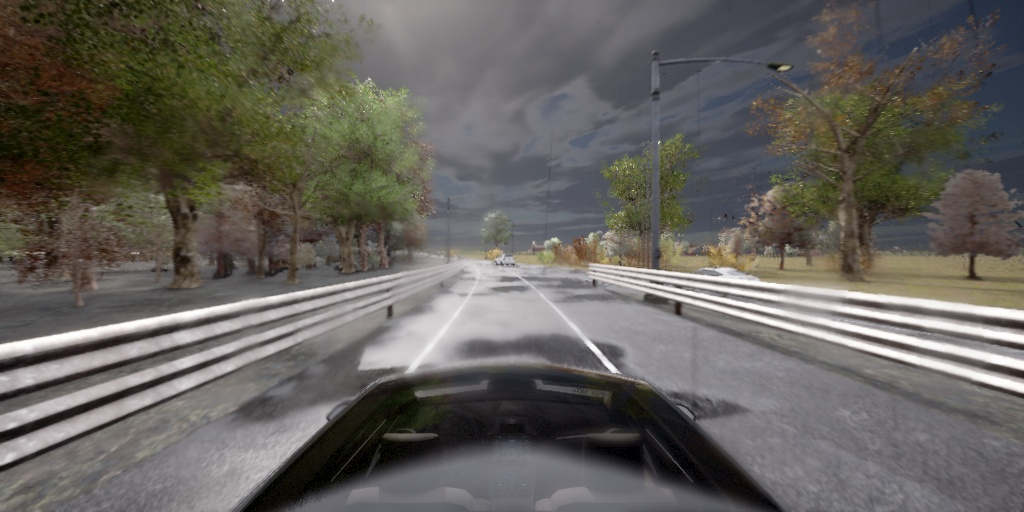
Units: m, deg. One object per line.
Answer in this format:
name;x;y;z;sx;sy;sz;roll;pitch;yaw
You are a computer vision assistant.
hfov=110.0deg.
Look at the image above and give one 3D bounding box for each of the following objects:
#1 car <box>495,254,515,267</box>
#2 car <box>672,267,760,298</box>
car;-1.157;0.630;58.314;2.150;2.045;5.566;0;0;-16
car;10.436;1.284;18.590;1.812;1.442;4.674;0;1;-16
